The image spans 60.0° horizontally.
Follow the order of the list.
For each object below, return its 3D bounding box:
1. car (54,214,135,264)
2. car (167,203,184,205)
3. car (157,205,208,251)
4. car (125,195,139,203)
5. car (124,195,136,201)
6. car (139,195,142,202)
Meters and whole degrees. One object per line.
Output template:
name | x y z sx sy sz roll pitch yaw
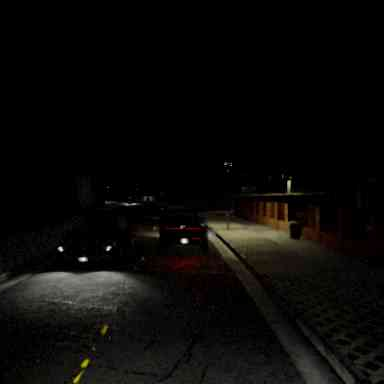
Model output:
car | -3.225 1.536 12.134 2.033 1.411 5.357 0 0 -3
car | -1.251 1.522 24.712 2.033 1.411 5.357 0 0 -6
car | -0.411 1.484 14.053 1.837 1.490 4.892 0 -1 -4
car | -13.352 1.698 71.758 2.128 1.511 4.902 0 0 -16
car | -17.053 1.729 91.247 2.128 1.511 4.902 0 -1 -22
car | -13.630 1.594 81.724 2.097 1.767 4.553 0 -1 -20
